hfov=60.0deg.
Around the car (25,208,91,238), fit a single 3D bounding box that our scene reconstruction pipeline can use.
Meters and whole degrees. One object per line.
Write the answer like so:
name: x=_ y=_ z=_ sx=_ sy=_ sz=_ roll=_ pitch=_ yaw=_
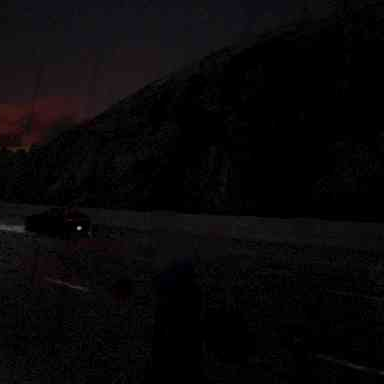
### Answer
car: x=-7.634 y=1.641 z=18.738 sx=4.902 sy=1.511 sz=2.128 roll=0 pitch=-1 yaw=41
